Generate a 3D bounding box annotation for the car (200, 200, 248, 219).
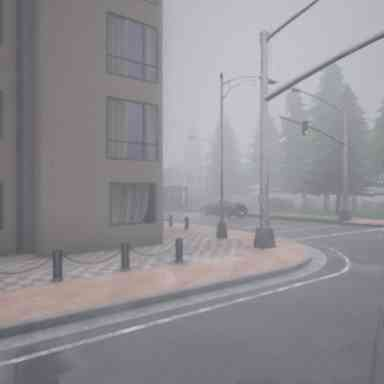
[{"bbox_3d":[2.621,1.436,28.436,1.837,1.490,4.892,0,0,-35],"label":"car"}]
